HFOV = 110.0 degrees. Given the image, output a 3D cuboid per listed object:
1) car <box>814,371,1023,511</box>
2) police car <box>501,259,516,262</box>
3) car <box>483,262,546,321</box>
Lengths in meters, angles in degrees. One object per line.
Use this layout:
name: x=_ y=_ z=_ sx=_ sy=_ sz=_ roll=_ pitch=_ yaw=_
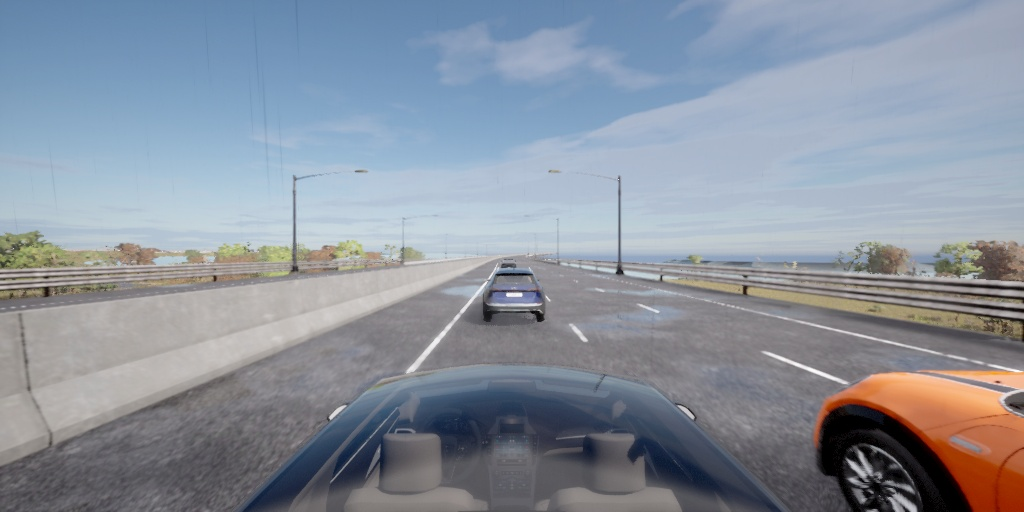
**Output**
car: x=3.593 y=1.101 z=1.109 sx=2.097 sy=1.767 sz=4.553 roll=0 pitch=0 yaw=0
police car: x=-0.419 y=1.142 z=43.547 sx=1.930 sy=1.638 sz=5.238 roll=0 pitch=0 yaw=-1
car: x=0.053 y=1.179 z=12.529 sx=2.033 sy=1.649 sz=4.856 roll=0 pitch=0 yaw=0
